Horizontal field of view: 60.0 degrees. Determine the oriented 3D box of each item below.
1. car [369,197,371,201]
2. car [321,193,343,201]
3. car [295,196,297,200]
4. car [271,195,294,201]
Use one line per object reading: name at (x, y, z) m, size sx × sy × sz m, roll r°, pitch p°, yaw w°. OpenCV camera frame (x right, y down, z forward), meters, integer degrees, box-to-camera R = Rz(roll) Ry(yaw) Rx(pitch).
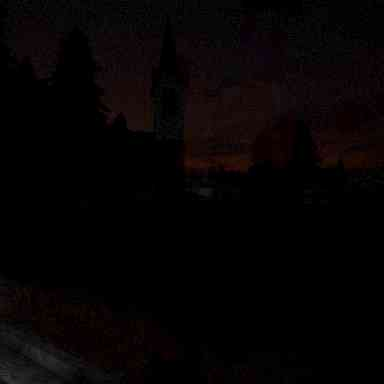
car at (37.458, 1.583, 68.531) m, size 3.806 × 1.475 × 1.970 m, roll 0°, pitch 0°, yaw 36°
car at (35.535, 1.518, 84.685) m, size 3.633 × 1.501 × 1.845 m, roll 0°, pitch 0°, yaw 36°
car at (22.389, 1.470, 79.547) m, size 5.027 × 1.636 × 2.152 m, roll 0°, pitch 0°, yaw 36°
car at (20.600, 1.470, 76.969) m, size 4.514 × 1.523 × 2.007 m, roll 0°, pitch 0°, yaw 36°
